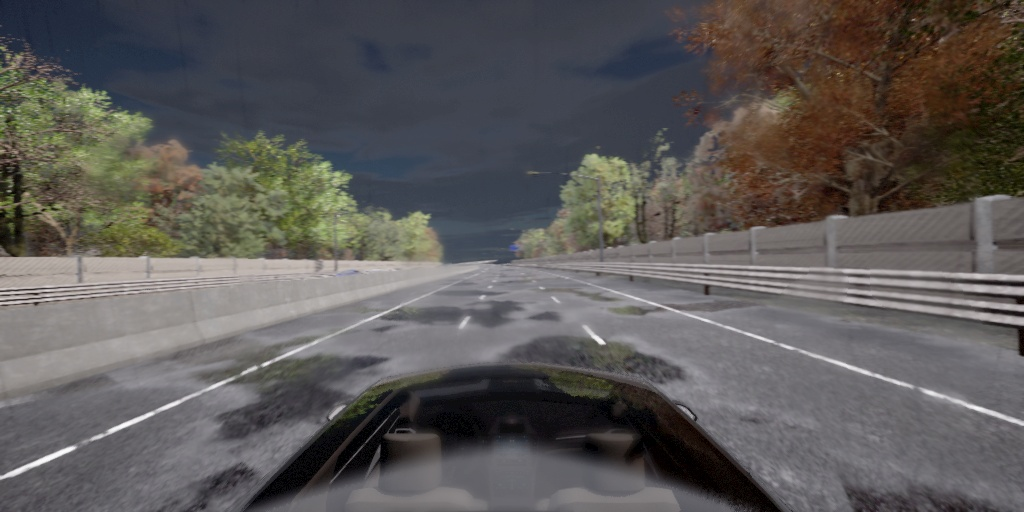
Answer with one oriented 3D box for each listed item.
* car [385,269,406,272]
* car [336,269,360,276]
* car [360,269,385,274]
[{"bbox_3d":[-14.131,2.348,45.593,1.994,1.385,4.181,-2,-1,-1],"label":"car"},{"bbox_3d":[-21.162,2.538,46.789,1.882,1.535,5.008,-2,-1,-1],"label":"car"},{"bbox_3d":[-17.666,2.464,46.922,1.812,1.442,4.674,-2,-1,-1],"label":"car"}]
